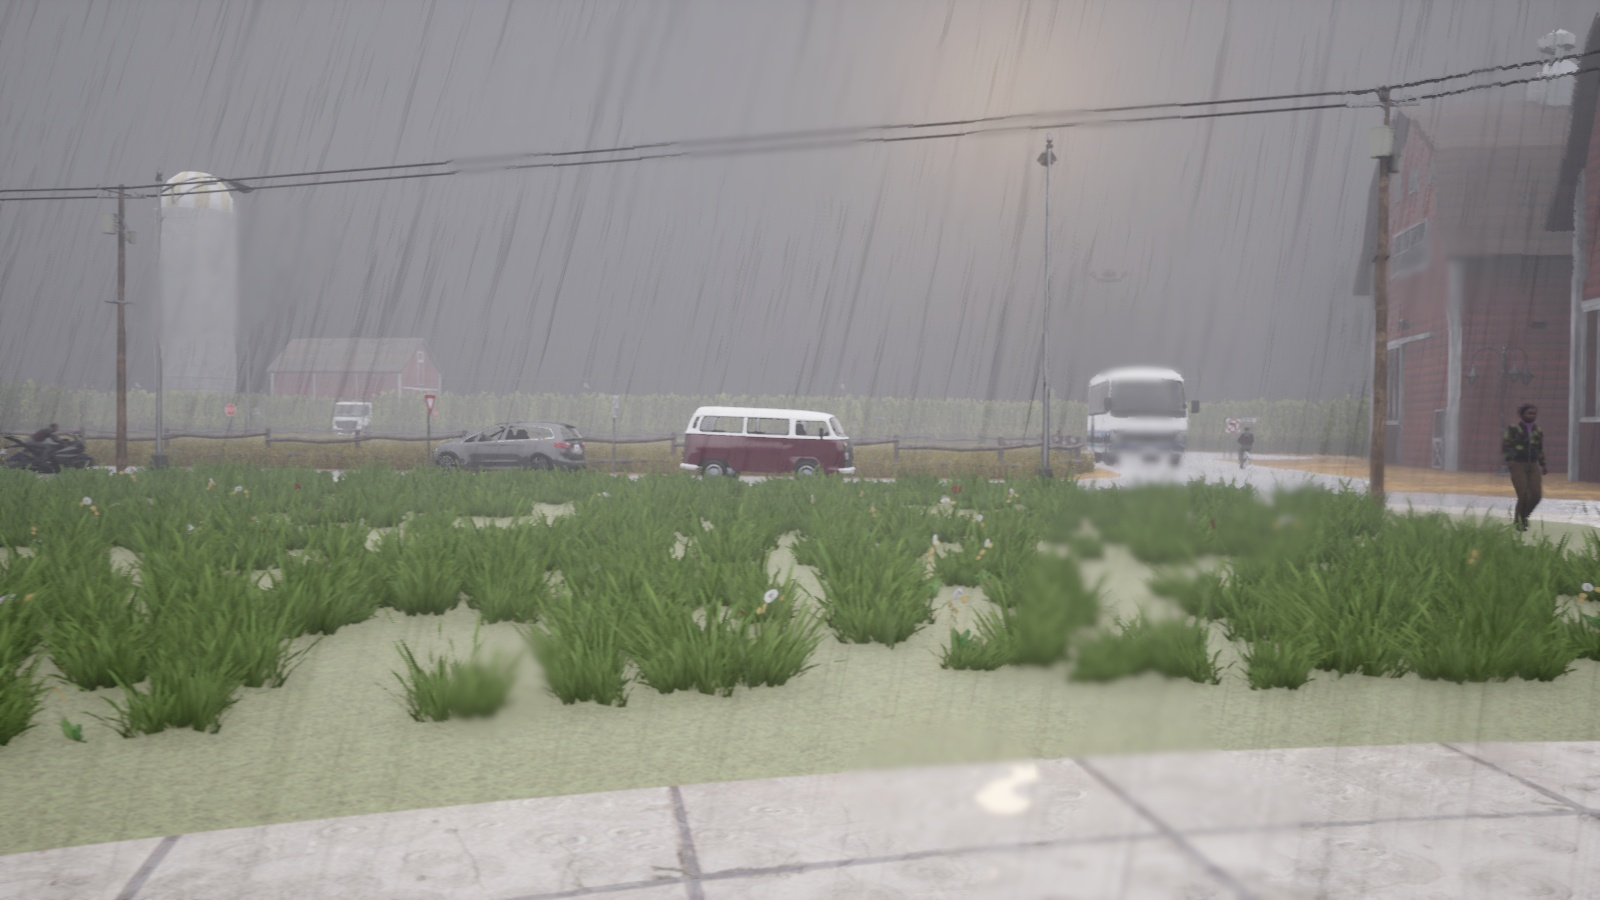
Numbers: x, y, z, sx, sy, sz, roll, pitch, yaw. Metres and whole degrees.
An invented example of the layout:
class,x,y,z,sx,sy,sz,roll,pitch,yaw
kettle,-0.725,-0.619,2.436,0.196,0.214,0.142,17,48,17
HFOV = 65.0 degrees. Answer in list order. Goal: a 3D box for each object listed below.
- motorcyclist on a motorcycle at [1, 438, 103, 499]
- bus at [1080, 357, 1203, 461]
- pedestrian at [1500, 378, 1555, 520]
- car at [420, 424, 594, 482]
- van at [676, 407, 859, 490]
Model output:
class,x,y,z,sx,sy,sz,roll,pitch,yaw
motorcyclist on a motorcycle,-20.132,0.482,33.837,0.866,1.530,2.191,3,3,41
bus,15.173,-1.773,56.779,3.944,4.253,10.273,-1,1,7
pedestrian,10.107,-0.014,17.457,0.395,1.930,0.692,-1,1,4
car,-8.867,0.075,38.152,4.611,1.667,2.242,-1,1,10
van,-0.823,-0.067,33.129,4.480,2.038,2.069,1,1,10
